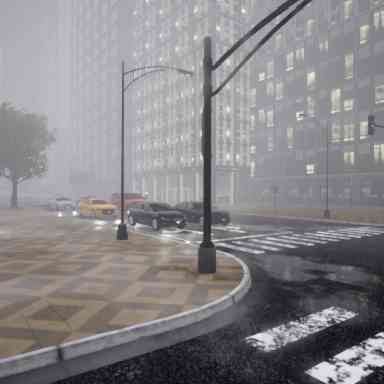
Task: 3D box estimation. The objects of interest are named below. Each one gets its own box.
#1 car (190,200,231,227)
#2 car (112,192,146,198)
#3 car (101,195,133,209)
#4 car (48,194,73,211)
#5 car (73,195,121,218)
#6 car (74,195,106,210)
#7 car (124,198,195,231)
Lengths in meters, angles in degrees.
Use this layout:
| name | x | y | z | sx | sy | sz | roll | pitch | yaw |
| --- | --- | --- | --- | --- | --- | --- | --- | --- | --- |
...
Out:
| name | x | y | z | sx | sy | sz | roll | pitch | yaw |
| --- | --- | --- | --- | --- | --- | --- | --- | --- | --- |
| car | 0.400 | 1.344 | 21.748 | 1.882 | 1.535 | 5.008 | 0 | 0 | -37 |
| car | -5.535 | 1.008 | 29.710 | 2.150 | 2.045 | 5.566 | 0 | 0 | -37 |
| car | -9.133 | 1.190 | 40.320 | 1.882 | 1.535 | 5.008 | 0 | 0 | -37 |
| car | -13.954 | 1.216 | 35.589 | 1.812 | 1.442 | 4.674 | 0 | 0 | -37 |
| car | -7.830 | 1.254 | 27.356 | 1.882 | 1.535 | 5.008 | 0 | 0 | -37 |
| car | -11.700 | 1.177 | 38.008 | 1.882 | 1.535 | 5.008 | 0 | 0 | -37 |
| car | -2.174 | 1.357 | 19.762 | 1.837 | 1.490 | 4.892 | 0 | 0 | -37 |
